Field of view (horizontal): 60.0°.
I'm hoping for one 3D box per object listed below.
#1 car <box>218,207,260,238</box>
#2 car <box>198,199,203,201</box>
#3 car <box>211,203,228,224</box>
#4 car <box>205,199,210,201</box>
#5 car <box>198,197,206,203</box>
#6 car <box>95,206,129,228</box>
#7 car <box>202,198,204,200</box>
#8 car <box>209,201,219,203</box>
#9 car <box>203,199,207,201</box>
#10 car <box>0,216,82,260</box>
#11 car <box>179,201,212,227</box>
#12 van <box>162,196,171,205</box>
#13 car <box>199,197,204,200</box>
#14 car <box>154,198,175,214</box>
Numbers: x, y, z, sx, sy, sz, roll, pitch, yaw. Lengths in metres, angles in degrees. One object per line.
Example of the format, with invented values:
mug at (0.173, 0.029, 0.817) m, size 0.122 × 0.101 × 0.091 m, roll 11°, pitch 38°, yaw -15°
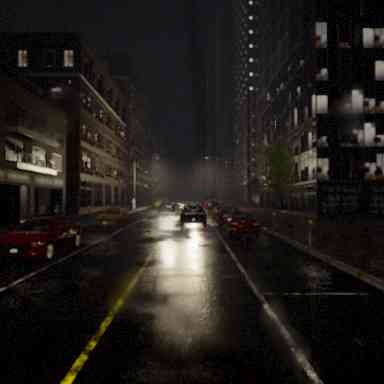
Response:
car at (2.672, 1.723, 18.424) m, size 1.802 × 1.307 × 4.206 m, roll 1°, pitch 0°, yaw 0°
car at (0.102, 1.922, 41.797) m, size 1.895 × 1.301 × 4.718 m, roll 0°, pitch 0°, yaw 0°
car at (2.674, 1.729, 24.122) m, size 1.887 × 1.381 × 4.507 m, roll 1°, pitch 0°, yaw 0°
car at (2.674, 1.817, 35.519) m, size 1.887 × 1.381 × 4.507 m, roll 1°, pitch 0°, yaw 0°
car at (2.678, 2.192, 92.498) m, size 1.967 × 1.590 × 4.097 m, roll 1°, pitch -1°, yaw 0°
car at (-5.673, 1.710, 24.077) m, size 1.752 × 1.417 × 4.829 m, roll 1°, pitch 0°, yaw 0°
car at (2.675, 1.907, 46.913) m, size 1.887 × 1.381 × 4.507 m, roll 1°, pitch 0°, yaw 0°
car at (2.674, 1.755, 29.991) m, size 1.752 × 1.417 × 4.829 m, roll 1°, pitch 0°, yaw 0°
car at (2.674, 1.868, 41.216) m, size 2.008 × 1.369 × 4.403 m, roll 1°, pitch 0°, yaw 0°
car at (-5.674, 1.644, 12.852) m, size 1.887 × 1.381 × 4.507 m, roll 1°, pitch 0°, yaw 0°
car at (0.102, 1.678, 24.579) m, size 2.128 × 1.511 × 4.902 m, roll 0°, pitch -1°, yaw 0°
van at (-5.667, 1.943, 75.525) m, size 1.690 × 1.788 × 3.998 m, roll 1°, pitch 0°, yaw 0°
car at (2.675, 2.048, 64.007) m, size 1.887 × 1.381 × 4.507 m, roll 1°, pitch 0°, yaw 0°
car at (-3.090, 1.862, 40.910) m, size 2.033 × 1.411 × 5.357 m, roll 0°, pitch 0°, yaw 0°
